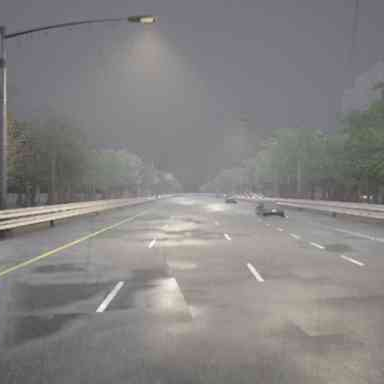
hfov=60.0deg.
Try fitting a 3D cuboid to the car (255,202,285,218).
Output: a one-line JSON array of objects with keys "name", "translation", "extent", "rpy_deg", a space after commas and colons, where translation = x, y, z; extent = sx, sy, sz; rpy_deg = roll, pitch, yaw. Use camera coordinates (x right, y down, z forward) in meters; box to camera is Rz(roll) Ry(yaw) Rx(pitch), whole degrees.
[{"name": "car", "translation": [7.057, 1.572, 30.538], "extent": [1.994, 1.385, 4.181], "rpy_deg": [0, 0, 0]}]

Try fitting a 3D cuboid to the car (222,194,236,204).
[{"name": "car", "translation": [7.171, 1.536, 62.637], "extent": [1.812, 1.442, 4.674], "rpy_deg": [0, 0, 0]}]
